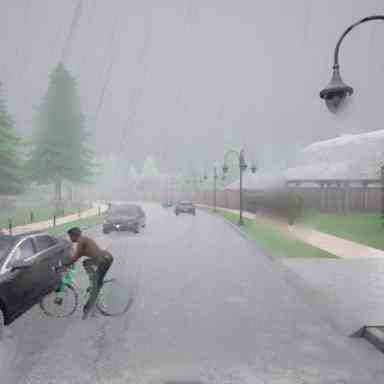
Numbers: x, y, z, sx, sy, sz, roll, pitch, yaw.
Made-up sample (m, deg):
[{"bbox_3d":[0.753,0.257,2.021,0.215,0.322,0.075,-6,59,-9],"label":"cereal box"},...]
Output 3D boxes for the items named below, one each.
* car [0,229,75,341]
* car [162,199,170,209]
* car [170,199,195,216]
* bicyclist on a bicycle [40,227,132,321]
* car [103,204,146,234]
[{"bbox_3d":[-3.655,1.492,6.017,2.128,1.511,4.902,0,0,-1],"label":"car"},{"bbox_3d":[-2.974,1.600,46.099,1.895,1.301,4.718,0,0,-12],"label":"car"},{"bbox_3d":[-0.805,1.492,33.257,2.128,1.511,4.902,0,0,-6],"label":"car"},{"bbox_3d":[-1.910,1.454,5.934,1.656,1.620,0.582,-2,0,-1],"label":"bicyclist on a bicycle"},{"bbox_3d":[-3.825,1.503,19.380,1.837,1.490,4.892,0,0,-1],"label":"car"}]
